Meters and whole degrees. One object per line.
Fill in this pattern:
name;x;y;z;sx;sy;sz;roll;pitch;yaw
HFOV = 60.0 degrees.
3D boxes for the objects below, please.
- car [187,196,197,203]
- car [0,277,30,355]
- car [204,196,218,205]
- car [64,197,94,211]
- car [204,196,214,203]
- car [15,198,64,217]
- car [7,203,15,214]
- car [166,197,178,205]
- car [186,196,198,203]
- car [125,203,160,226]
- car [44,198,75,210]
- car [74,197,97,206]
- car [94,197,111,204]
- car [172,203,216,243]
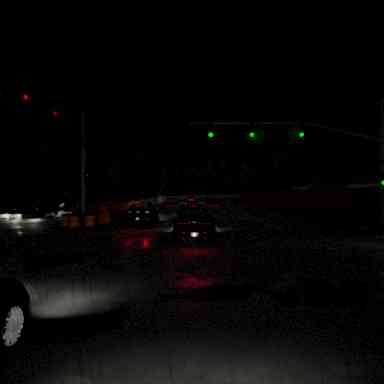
car;-0.007;1.498;68.852;2.033;1.411;5.357;0;0;0
car;-3.401;1.502;3.188;1.837;1.490;4.892;0;0;0
car;3.494;1.441;58.019;1.882;1.535;5.008;0;0;0
car;-14.045;1.574;40.929;1.895;1.301;4.718;0;0;0
car;3.493;1.522;68.469;1.895;1.301;4.718;0;0;0
car;-14.091;1.457;31.118;1.882;1.535;5.008;0;0;0
car;-17.578;1.541;34.978;1.994;1.385;4.181;0;0;0
car;-3.506;1.564;58.306;1.895;1.301;4.718;0;0;0
car;-0.006;1.468;58.657;1.837;1.490;4.892;0;0;0
car;-3.403;1.477;23.251;2.128;1.511;4.902;0;0;0
car;-17.516;1.519;44.239;2.033;1.411;5.357;0;0;0
car;-17.506;1.512;54.823;2.033;1.411;5.357;0;0;0
car;-14.005;1.514;51.590;2.033;1.411;5.357;0;0;0
car;0.100;1.495;16.125;1.837;1.490;4.892;0;0;0
